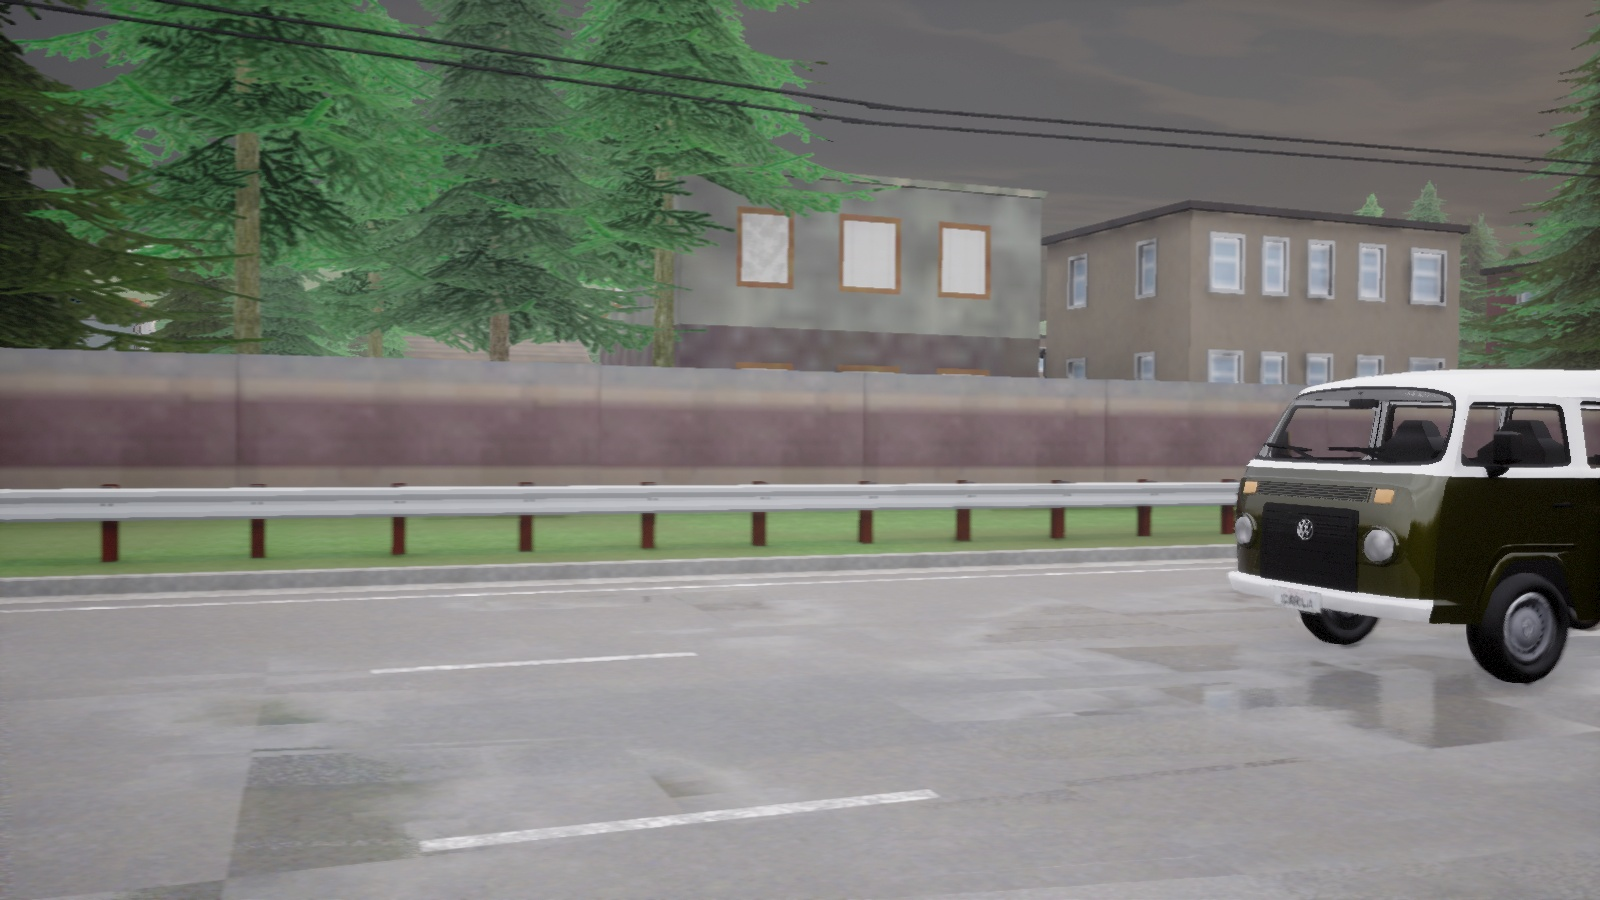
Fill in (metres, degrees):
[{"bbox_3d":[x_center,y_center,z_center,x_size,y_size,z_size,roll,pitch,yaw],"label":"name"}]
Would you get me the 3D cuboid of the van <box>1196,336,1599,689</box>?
[{"bbox_3d":[5.367,0.317,9.017,4.480,2.038,2.069,-1,1,-21],"label":"van"}]
